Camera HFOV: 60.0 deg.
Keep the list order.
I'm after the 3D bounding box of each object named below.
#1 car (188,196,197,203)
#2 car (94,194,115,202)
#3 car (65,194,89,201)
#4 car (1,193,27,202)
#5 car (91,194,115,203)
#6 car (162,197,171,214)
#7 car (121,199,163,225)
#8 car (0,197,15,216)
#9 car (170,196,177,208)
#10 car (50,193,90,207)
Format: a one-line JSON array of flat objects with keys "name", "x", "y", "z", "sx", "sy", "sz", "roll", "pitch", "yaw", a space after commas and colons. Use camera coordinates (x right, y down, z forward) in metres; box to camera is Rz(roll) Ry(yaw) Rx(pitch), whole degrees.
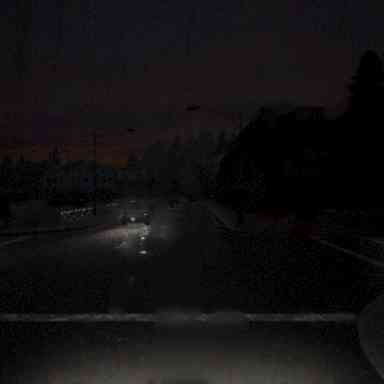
[{"name": "car", "x": 0.126, "y": 1.549, "z": 69.308, "sx": 1.895, "sy": 1.301, "sz": 4.718, "roll": 0, "pitch": 0, "yaw": 0}, {"name": "car", "x": -17.963, "y": 1.197, "z": 68.587, "sx": 3.806, "sy": 1.475, "sz": 1.970, "roll": 0, "pitch": 0, "yaw": 0}, {"name": "car", "x": -25.011, "y": 1.260, "z": 72.252, "sx": 4.514, "sy": 1.523, "sz": 2.007, "roll": 0, "pitch": 0, "yaw": 0}, {"name": "car", "x": -35.024, "y": 1.064, "z": 65.313, "sx": 4.605, "sy": 1.855, "sz": 1.932, "roll": 0, "pitch": 0, "yaw": 0}, {"name": "car", "x": -17.641, "y": 1.123, "z": 62.169, "sx": 5.027, "sy": 1.636, "sz": 2.152, "roll": 0, "pitch": 0, "yaw": 0}, {"name": "car", "x": -3.580, "y": 1.499, "z": 35.713, "sx": 1.812, "sy": 1.442, "sz": 4.674, "roll": 0, "pitch": 0, "yaw": 0}, {"name": "car", "x": -3.675, "y": 1.474, "z": 23.719, "sx": 2.128, "sy": 1.511, "sz": 4.902, "roll": 0, "pitch": 0, "yaw": 2}, {"name": "car", "x": -17.375, "y": 1.368, "z": 27.886, "sx": 3.633, "sy": 1.501, "sz": 1.845, "roll": 0, "pitch": 0, "yaw": 0}, {"name": "car", "x": -3.565, "y": 1.513, "z": 47.102, "sx": 2.033, "sy": 1.411, "sz": 5.357, "roll": 0, "pitch": 0, "yaw": 0}, {"name": "car", "x": -17.233, "y": 1.078, "z": 46.469, "sx": 4.605, "sy": 1.855, "sz": 1.932, "roll": 0, "pitch": 0, "yaw": 0}]
